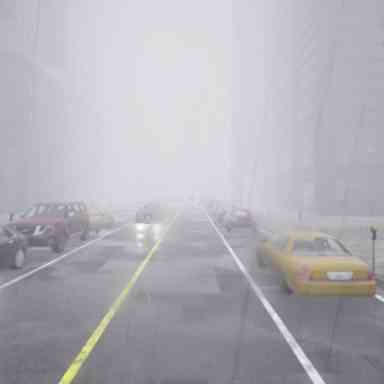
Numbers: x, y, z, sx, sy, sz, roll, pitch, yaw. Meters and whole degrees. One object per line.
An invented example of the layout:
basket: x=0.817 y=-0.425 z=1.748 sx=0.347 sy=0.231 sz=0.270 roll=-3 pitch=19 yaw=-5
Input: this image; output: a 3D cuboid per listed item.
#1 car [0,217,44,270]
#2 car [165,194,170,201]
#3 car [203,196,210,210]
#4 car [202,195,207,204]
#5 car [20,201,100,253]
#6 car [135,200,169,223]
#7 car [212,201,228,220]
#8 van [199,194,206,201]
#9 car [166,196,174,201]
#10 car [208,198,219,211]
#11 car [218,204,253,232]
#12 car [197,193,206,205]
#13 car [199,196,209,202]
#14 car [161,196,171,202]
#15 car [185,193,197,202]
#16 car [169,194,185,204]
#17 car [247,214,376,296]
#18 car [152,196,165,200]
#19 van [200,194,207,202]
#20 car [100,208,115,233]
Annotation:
car: x=-5.764 y=1.555 z=8.344 sx=2.008 sy=1.369 sz=4.403 roll=0 pitch=0 yaw=0
car: x=-5.778 y=1.606 z=70.147 sx=1.887 sy=1.381 sz=4.507 roll=0 pitch=0 yaw=0
car: x=2.753 y=1.596 z=42.071 sx=1.947 sy=1.339 sz=4.313 roll=0 pitch=0 yaw=0
car: x=2.752 y=1.581 z=47.690 sx=1.887 sy=1.381 sz=4.507 roll=0 pitch=0 yaw=0
car: x=-5.765 y=1.323 z=13.963 sx=2.192 sy=1.841 sz=5.009 roll=0 pitch=0 yaw=0
car: x=-3.105 y=1.578 z=25.456 sx=1.994 sy=1.385 sz=4.181 roll=0 pitch=0 yaw=0
car: x=2.757 y=1.596 z=25.215 sx=1.802 sy=1.307 sz=4.206 roll=0 pitch=0 yaw=0
van: x=2.744 y=1.423 z=87.022 sx=1.690 sy=1.788 sz=3.998 roll=0 pitch=0 yaw=0
car: x=-5.781 y=1.664 z=87.002 sx=1.802 sy=1.307 sz=4.206 roll=0 pitch=0 yaw=0
car: x=2.756 y=1.544 z=31.003 sx=1.752 sy=1.417 sz=4.829 roll=0 pitch=0 yaw=0
car: x=2.758 y=1.593 z=19.596 sx=1.802 sy=1.307 sz=4.206 roll=0 pitch=0 yaw=0
car: x=2.374 y=1.405 z=60.339 sx=2.097 sy=1.767 sz=4.553 roll=0 pitch=0 yaw=0
car: x=2.746 y=1.619 z=75.784 sx=2.008 sy=1.369 sz=4.403 roll=0 pitch=0 yaw=0
car: x=-5.779 y=1.634 z=75.765 sx=1.947 sy=1.339 sz=4.313 roll=0 pitch=0 yaw=0
car: x=-0.017 y=1.539 z=78.959 sx=2.033 sy=1.411 sz=5.357 roll=0 pitch=0 yaw=0
car: x=-3.024 y=1.616 z=66.373 sx=1.994 sy=1.385 sz=4.181 roll=0 pitch=0 yaw=0
car: x=2.761 y=1.530 z=8.529 sx=1.752 sy=1.417 sz=4.829 roll=0 pitch=0 yaw=0
car: x=-5.774 y=1.624 z=53.292 sx=1.802 sy=1.307 sz=4.206 roll=0 pitch=0 yaw=0
van: x=2.745 y=1.416 z=81.403 sx=1.690 sy=1.788 sz=3.998 roll=0 pitch=0 yaw=0
car: x=-5.767 y=1.536 z=19.412 sx=1.752 sy=1.417 sz=4.829 roll=0 pitch=0 yaw=0
